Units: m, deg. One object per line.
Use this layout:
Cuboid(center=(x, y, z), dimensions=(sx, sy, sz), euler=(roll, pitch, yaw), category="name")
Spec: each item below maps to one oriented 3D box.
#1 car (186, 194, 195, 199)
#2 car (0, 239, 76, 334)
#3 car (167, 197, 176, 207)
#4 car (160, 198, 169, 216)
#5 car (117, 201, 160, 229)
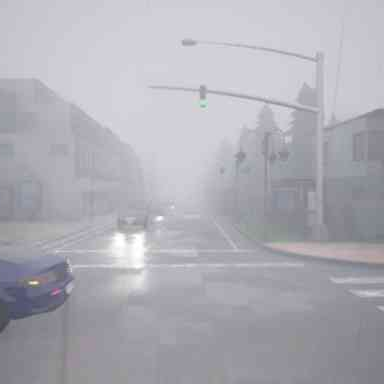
Cuboid(center=(-0.412, 1.347, 95.173), dimensions=(1.837, 1.490, 4.892), euler=(0, 0, -9), category="car")
Cuboid(center=(-4.470, 1.526, 5.778), dimensions=(4.674, 1.442, 1.812), euler=(0, 0, -4), category="car")
Cuboid(center=(-3.525, 1.551, 53.173), dimensions=(2.033, 1.411, 5.357), euler=(0, 0, 0), category="car")
Cuboid(center=(-3.609, 1.564, 32.222), dimensions=(1.994, 1.385, 4.181), euler=(0, 0, 0), category="car")
Cuboid(center=(-3.607, 1.492, 21.808), dimensions=(2.128, 1.511, 4.902), euler=(0, 0, 0), category="car")
